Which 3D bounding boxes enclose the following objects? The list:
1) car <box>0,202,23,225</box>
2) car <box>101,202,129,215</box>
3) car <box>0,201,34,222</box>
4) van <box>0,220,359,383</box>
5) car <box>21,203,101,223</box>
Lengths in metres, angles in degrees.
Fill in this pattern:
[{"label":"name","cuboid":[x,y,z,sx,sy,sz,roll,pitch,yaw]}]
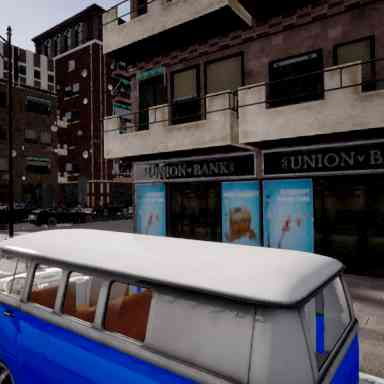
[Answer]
[{"label":"car","cuboid":[-13.595,1.610,25.429,2.128,1.511,4.902,-1,-1,35]},{"label":"car","cuboid":[-8.836,1.797,36.421,1.947,1.339,4.313,-2,-1,36]},{"label":"car","cuboid":[-15.479,1.608,27.310,1.967,1.590,4.097,-2,-1,36]},{"label":"van","cuboid":[-0.534,1.342,3.231,3.998,1.788,1.690,0,-1,35]},{"label":"car","cuboid":[-8.707,1.583,22.370,1.947,1.339,4.313,-2,-1,36]}]
